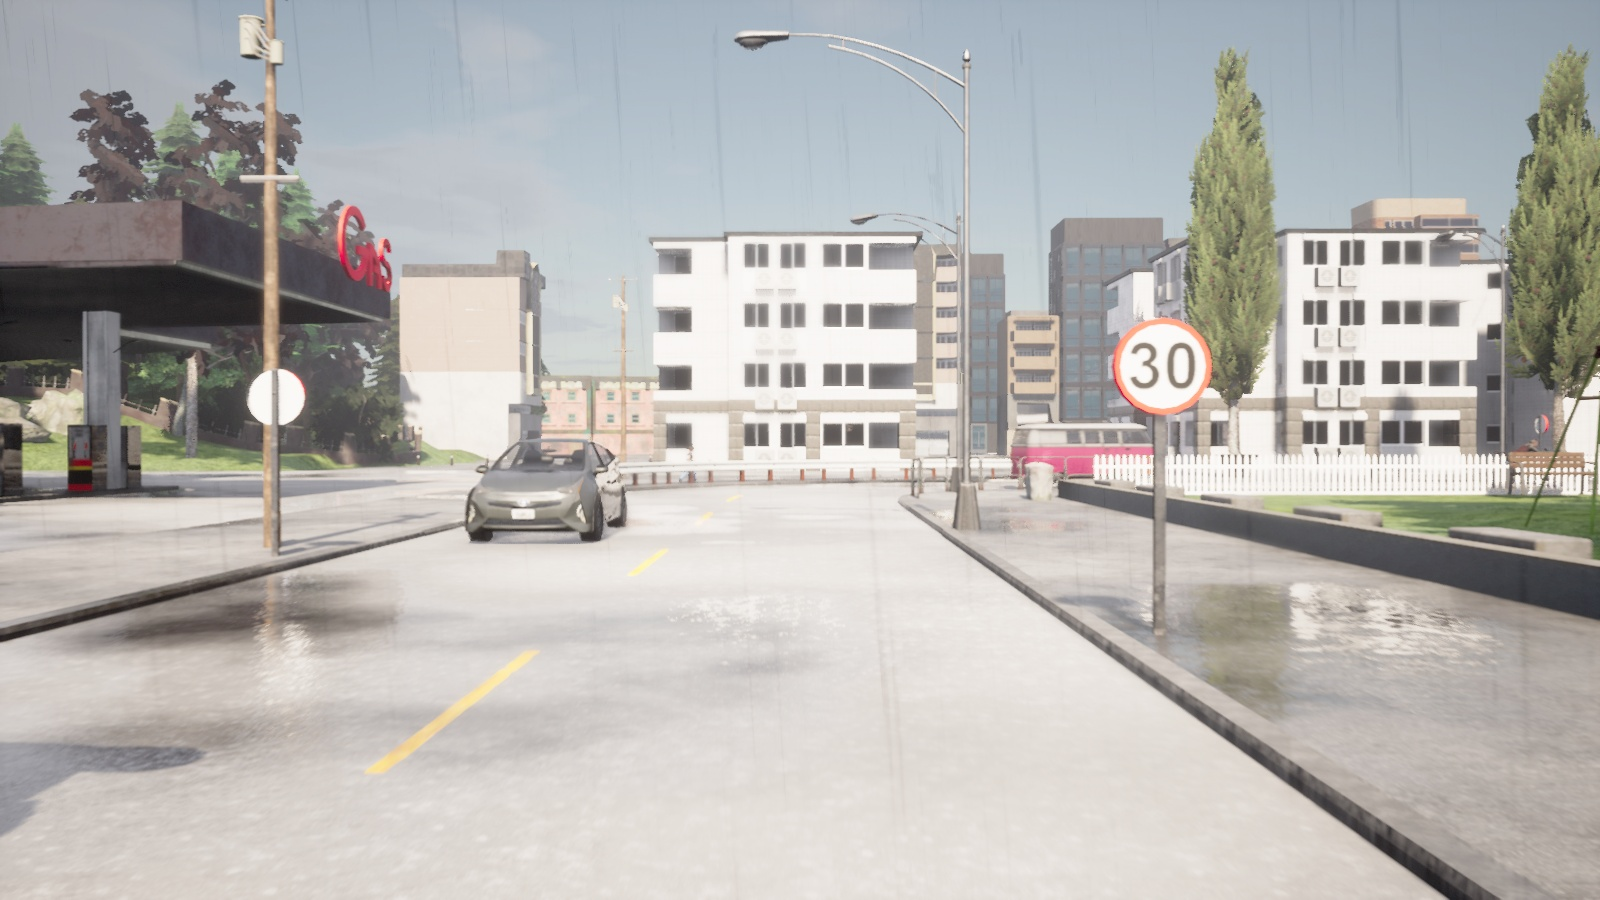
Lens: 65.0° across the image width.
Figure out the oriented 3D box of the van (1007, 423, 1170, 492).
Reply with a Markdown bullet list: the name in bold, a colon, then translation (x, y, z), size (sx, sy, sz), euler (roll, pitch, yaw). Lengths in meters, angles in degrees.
- **van**: translation (8.640, 0.218, 37.723), size (4.442, 1.987, 1.775), euler (0, 0, -10)

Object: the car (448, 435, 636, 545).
- **car**: translation (-3.878, 0.539, 19.698), size (2.007, 1.525, 4.514), euler (0, 0, 0)

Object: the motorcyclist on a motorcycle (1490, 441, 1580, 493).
- **motorcyclist on a motorcycle**: translation (22.098, 0.510, 37.802), size (2.191, 1.530, 0.866), euler (0, 0, 1)

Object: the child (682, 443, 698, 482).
- **child**: translation (-3.638, 0.416, 41.478), size (0.437, 1.263, 0.270), euler (0, 1, -39)
